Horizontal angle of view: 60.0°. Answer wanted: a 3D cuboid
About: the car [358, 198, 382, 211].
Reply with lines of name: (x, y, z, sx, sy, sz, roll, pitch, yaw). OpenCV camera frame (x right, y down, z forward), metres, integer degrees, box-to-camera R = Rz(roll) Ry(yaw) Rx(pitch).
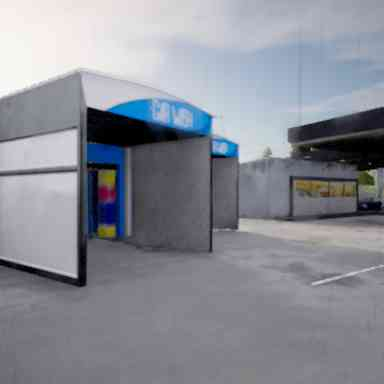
car: (20.850, 1.506, 39.905, 4.611, 1.667, 2.242, 0, 0, -36)
